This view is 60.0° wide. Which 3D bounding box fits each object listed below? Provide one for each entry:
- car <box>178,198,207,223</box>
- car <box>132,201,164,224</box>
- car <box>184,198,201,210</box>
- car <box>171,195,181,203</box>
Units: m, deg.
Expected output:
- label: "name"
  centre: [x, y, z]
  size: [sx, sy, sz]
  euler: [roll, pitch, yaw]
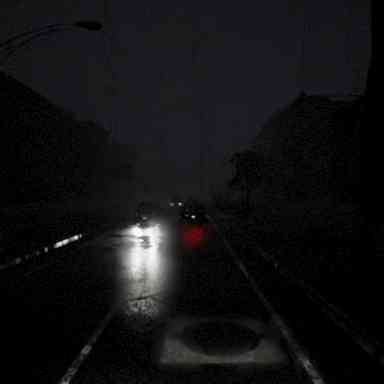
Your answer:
- label: "car"
  centre: [0.088, 1.459, 25.388]
  size: [1.837, 1.490, 4.892]
  euler: [0, 0, 0]
- label: "car"
  centre: [-3.107, 1.450, 24.272]
  size: [2.128, 1.511, 4.902]
  euler: [0, 0, 0]
- label: "car"
  centre: [0.081, 1.442, 42.575]
  size: [1.994, 1.385, 4.181]
  euler: [0, 0, 0]
- label: "car"
  centre: [-3.044, 1.267, 65.139]
  size: [1.882, 1.535, 5.008]
  euler: [0, 0, 0]
